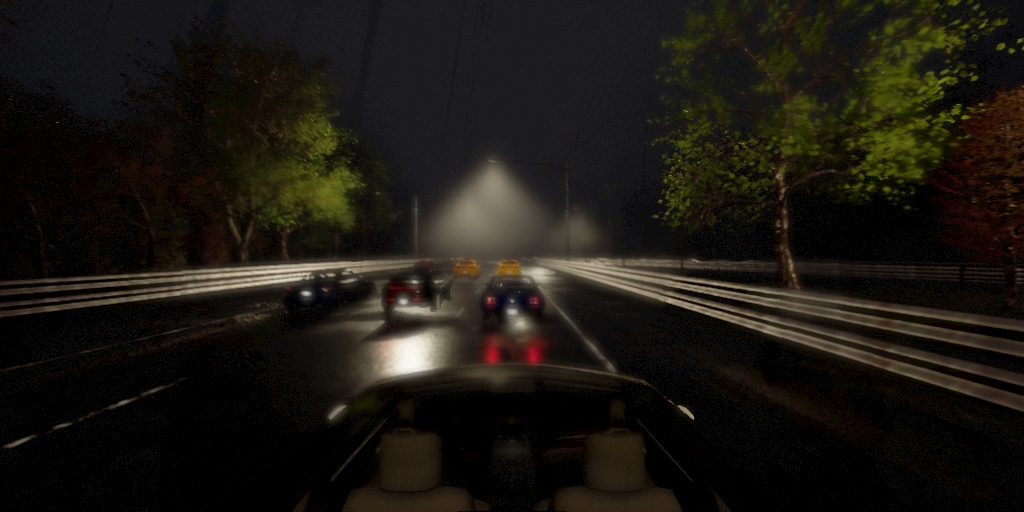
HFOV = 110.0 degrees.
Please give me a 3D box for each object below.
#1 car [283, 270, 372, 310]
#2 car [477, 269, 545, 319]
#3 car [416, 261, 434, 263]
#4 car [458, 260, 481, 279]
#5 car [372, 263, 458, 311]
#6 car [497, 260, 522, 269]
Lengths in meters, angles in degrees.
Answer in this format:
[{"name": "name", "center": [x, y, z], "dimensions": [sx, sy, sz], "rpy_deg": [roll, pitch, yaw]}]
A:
[{"name": "car", "center": [-6.990, 1.246, 14.211], "dimensions": [1.994, 1.385, 4.181], "rpy_deg": [0, 0, 0]}, {"name": "car", "center": [0.018, 1.290, 12.416], "dimensions": [1.895, 1.301, 4.718], "rpy_deg": [0, 0, 0]}, {"name": "car", "center": [-7.196, 1.130, 29.843], "dimensions": [1.812, 1.442, 4.674], "rpy_deg": [0, 0, -1]}, {"name": "car", "center": [-3.708, 1.078, 30.483], "dimensions": [1.882, 1.535, 5.008], "rpy_deg": [0, 0, -1]}, {"name": "car", "center": [-3.487, 1.188, 13.922], "dimensions": [1.837, 1.490, 4.892], "rpy_deg": [0, 1, 0]}, {"name": "car", "center": [-0.205, 1.076, 30.431], "dimensions": [1.882, 1.535, 5.008], "rpy_deg": [0, 0, -1]}]
